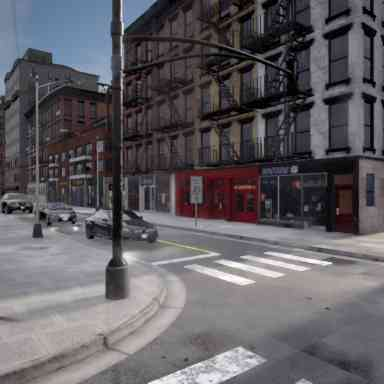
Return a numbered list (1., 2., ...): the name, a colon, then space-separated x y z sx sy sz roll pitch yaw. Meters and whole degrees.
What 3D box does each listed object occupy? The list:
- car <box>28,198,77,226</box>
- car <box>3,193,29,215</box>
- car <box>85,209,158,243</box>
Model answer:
1. car: -9.645 1.456 23.357 2.128 1.511 4.902 0 0 -37
2. car: -17.966 1.164 34.206 2.150 2.045 5.566 0 0 -37
3. car: -3.383 1.508 15.235 1.812 1.442 4.674 0 0 -39
